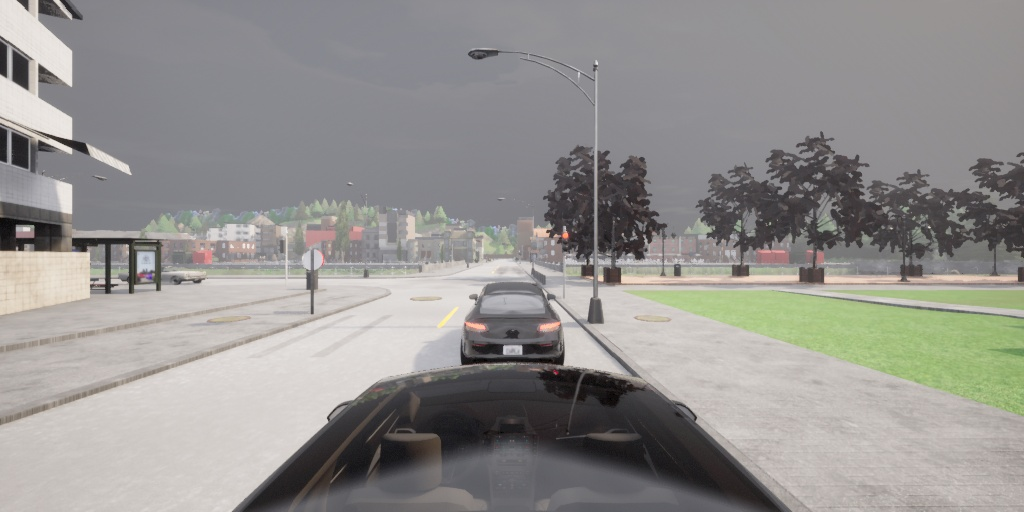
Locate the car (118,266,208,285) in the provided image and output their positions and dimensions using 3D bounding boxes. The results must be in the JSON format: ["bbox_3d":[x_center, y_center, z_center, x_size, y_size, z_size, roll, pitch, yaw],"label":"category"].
[{"bbox_3d":[-24.467,1.351,25.288,4.718,1.301,1.895,0,0,0],"label":"car"}]

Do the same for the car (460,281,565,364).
[{"bbox_3d":[0.007,1.276,7.794,1.812,1.442,4.674,0,0,0],"label":"car"}]
